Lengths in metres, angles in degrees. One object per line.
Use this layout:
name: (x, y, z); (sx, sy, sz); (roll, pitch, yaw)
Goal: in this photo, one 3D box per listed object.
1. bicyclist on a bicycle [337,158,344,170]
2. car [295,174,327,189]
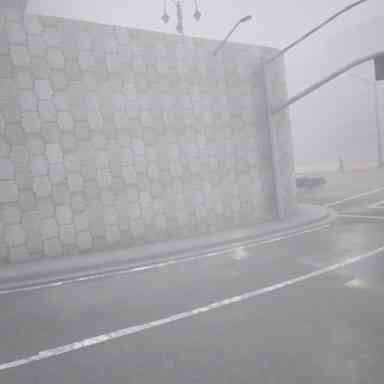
bicyclist on a bicycle: (20.043, -3.829, 44.886); (1.656, 1.620, 0.582); (-11, 6, -35)
car: (9.998, -1.019, 30.961); (1.895, 1.301, 4.718); (-11, 6, -35)
